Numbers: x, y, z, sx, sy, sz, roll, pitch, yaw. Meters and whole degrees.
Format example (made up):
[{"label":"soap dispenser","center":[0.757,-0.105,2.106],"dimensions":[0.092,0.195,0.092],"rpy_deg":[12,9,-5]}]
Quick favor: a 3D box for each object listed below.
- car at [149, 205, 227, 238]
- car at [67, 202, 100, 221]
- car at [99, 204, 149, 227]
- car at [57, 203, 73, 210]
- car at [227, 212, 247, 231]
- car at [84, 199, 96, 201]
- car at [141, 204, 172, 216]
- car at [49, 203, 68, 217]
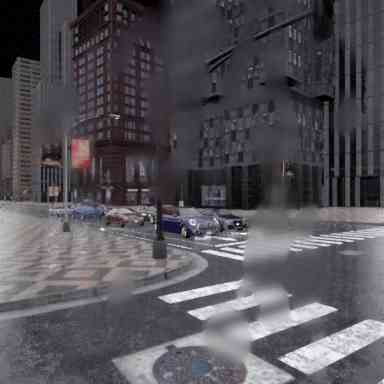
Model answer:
[{"label":"car","center":[-0.383,1.636,19.594],"dimensions":[2.097,1.767,4.553],"rpy_deg":[0,-1,-35]},{"label":"car","center":[-10.928,2.103,34.326],"dimensions":[1.882,1.535,5.008],"rpy_deg":[0,-1,-36]},{"label":"car","center":[-5.534,1.976,26.808],"dimensions":[1.812,1.442,4.674],"rpy_deg":[0,-1,-36]},{"label":"car","center":[-24.986,2.851,65.388],"dimensions":[1.895,1.301,4.718],"rpy_deg":[0,-1,-36]},{"label":"car","center":[1.691,1.861,22.312],"dimensions":[1.994,1.385,4.181],"rpy_deg":[0,-1,-36]},{"label":"car","center":[-20.003,2.389,64.017],"dimensions":[2.150,2.045,5.566],"rpy_deg":[0,-1,-36]},{"label":"car","center":[-4.640,2.269,42.620],"dimensions":[1.895,1.301,4.718],"rpy_deg":[0,-1,-36]},{"label":"car","center":[-16.697,2.417,42.417],"dimensions":[1.895,1.301,4.718],"rpy_deg":[0,-1,-35]}]
